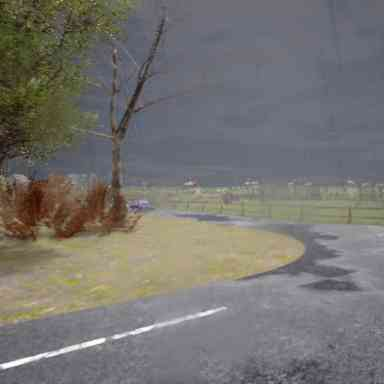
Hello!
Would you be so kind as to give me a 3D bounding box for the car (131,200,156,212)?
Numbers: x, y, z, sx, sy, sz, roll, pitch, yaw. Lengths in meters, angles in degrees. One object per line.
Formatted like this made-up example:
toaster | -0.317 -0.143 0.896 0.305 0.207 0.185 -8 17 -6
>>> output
car | -6.217 1.684 41.685 1.812 1.442 4.674 0 0 -31
